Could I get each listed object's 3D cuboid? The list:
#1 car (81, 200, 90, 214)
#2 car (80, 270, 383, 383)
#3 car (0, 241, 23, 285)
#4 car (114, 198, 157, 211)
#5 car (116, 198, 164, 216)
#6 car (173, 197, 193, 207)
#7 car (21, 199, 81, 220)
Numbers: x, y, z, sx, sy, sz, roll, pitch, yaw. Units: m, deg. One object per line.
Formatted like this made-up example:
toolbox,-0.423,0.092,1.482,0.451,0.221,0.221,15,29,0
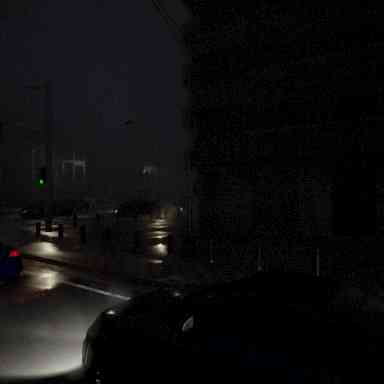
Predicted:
car,-12.553,1.449,33.120,1.837,1.490,4.892,0,0,36
car,0.761,1.564,3.448,4.181,1.385,1.994,0,0,36
car,-6.091,1.564,8.317,4.181,1.385,1.994,0,0,36
car,-6.824,1.492,41.052,2.033,1.411,5.357,0,0,36
car,-4.767,1.422,31.602,1.882,1.535,5.008,0,0,36
car,-0.769,1.449,49.409,1.837,1.490,4.892,0,0,36
car,-11.896,1.508,27.712,1.994,1.385,4.181,0,0,36
